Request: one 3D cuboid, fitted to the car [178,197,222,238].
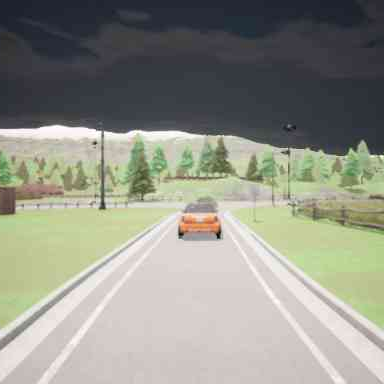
[{"bbox_3d":[0.422,1.333,17.729,2.097,1.767,4.553,0,0,2],"label":"car"}]
